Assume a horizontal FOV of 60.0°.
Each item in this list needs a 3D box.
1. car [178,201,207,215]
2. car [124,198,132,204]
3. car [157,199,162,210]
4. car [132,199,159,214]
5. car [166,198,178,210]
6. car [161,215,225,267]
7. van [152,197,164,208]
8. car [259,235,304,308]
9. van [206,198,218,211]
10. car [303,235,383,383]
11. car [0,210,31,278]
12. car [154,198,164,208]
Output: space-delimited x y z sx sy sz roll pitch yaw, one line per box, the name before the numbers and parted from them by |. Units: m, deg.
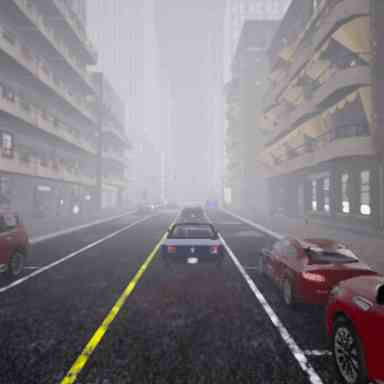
car | 0.059 1.734 28.584 1.882 1.535 5.008 0 0 1
car | -16.474 2.212 80.214 4.097 1.590 1.967 0 -2 0
car | -5.634 1.998 46.485 1.802 1.307 4.206 1 -1 0
car | -5.634 1.918 40.945 2.008 1.369 4.403 1 -1 0
car | -3.062 2.070 52.515 1.895 1.301 4.718 0 -1 0
car | 0.041 1.708 11.798 1.895 1.301 4.718 0 0 0
van | -5.797 1.855 57.568 1.690 1.788 3.998 1 -1 0
car | 2.706 1.653 7.755 1.802 1.307 4.206 1 -1 0
van | 2.718 1.758 46.538 1.690 1.788 3.998 1 -1 0
car | 2.709 1.337 2.218 2.192 1.841 5.009 1 -1 0
car | -5.670 1.386 7.707 2.192 1.841 5.009 1 -1 0
car | -5.633 2.031 52.025 1.947 1.339 4.313 1 -1 0
